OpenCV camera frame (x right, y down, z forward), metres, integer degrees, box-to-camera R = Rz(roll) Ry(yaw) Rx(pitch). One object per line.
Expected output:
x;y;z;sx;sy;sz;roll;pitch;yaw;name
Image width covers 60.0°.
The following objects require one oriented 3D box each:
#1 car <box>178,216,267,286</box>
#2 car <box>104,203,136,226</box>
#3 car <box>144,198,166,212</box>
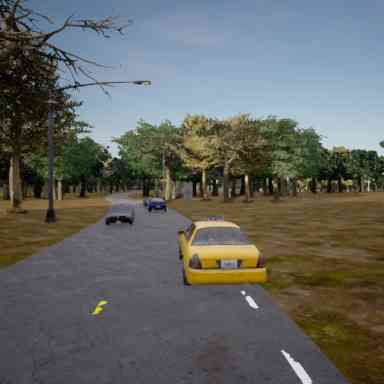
0.584;1.447;9.388;1.801;1.575;5.366;0;0;-4;car
-4.978;1.520;23.646;2.033;1.411;5.357;0;0;-7;car
-4.056;1.399;37.890;1.882;1.535;5.008;0;0;-11;car
